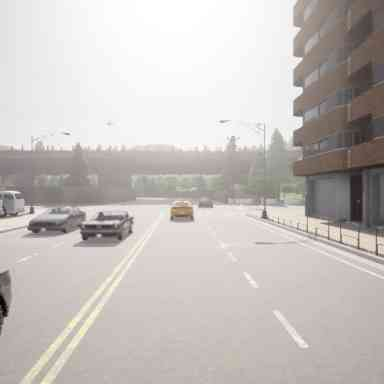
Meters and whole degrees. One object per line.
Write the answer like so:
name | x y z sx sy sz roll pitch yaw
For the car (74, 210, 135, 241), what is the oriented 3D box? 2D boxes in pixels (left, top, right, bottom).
car | -4.134 1.600 16.793 1.895 1.301 4.718 0 0 -2

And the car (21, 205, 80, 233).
car | -7.727 1.548 19.734 2.033 1.411 5.357 0 0 -2

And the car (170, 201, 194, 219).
car | -0.880 1.478 28.724 1.882 1.535 5.008 0 0 -2

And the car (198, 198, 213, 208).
car | 1.914 1.530 48.381 1.994 1.385 4.181 0 0 -2

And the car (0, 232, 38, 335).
car | -3.663 1.491 3.285 2.128 1.511 4.902 0 0 -3
